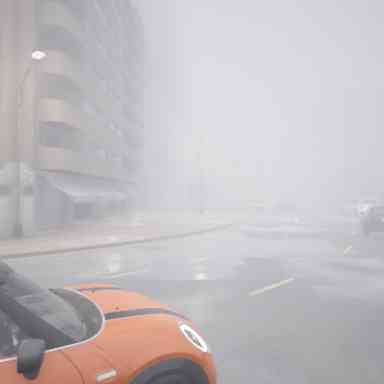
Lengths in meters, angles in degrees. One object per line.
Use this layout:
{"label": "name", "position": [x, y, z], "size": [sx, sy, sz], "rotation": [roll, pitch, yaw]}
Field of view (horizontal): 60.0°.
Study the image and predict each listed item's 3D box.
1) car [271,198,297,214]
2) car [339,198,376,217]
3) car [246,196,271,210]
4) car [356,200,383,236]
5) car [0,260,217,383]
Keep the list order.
{"label": "car", "position": [11.107, 1.733, 39.625], "size": [1.812, 1.442, 4.674], "rotation": [0, 0, 1]}
{"label": "car", "position": [18.214, 1.658, 36.398], "size": [2.150, 2.045, 5.566], "rotation": [0, 0, 1]}
{"label": "car", "position": [7.609, 1.571, 39.694], "size": [1.882, 1.535, 5.008], "rotation": [0, 0, 1]}
{"label": "car", "position": [11.349, 1.602, 20.008], "size": [2.097, 1.767, 4.553], "rotation": [0, -1, 24]}
{"label": "car", "position": [-1.965, 1.355, 2.697], "size": [4.553, 1.767, 2.097], "rotation": [1, -1, -35]}
